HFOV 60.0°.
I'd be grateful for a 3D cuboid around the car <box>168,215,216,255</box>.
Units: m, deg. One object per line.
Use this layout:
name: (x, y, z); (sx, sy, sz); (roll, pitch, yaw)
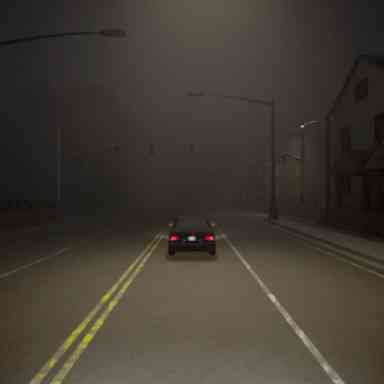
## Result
car: (0.000, 1.680, 13.992); (2.033, 1.411, 5.357); (0, -1, 0)
